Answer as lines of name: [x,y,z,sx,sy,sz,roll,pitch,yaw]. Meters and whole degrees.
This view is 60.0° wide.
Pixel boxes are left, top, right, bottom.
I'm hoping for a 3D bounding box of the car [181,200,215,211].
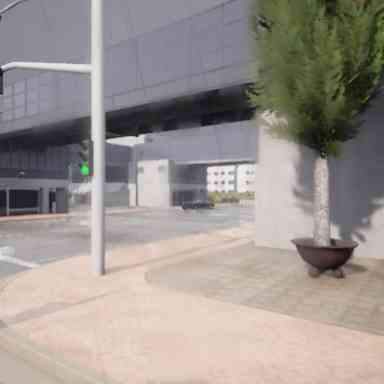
car: [0.750,1.567,39.805,1.895,1.301,4.718,0,0,36]
